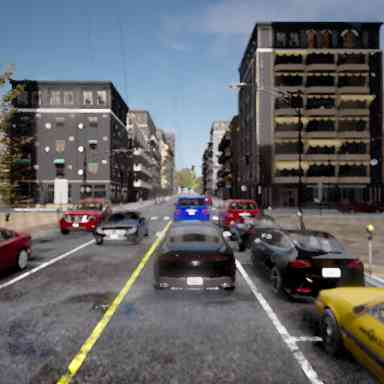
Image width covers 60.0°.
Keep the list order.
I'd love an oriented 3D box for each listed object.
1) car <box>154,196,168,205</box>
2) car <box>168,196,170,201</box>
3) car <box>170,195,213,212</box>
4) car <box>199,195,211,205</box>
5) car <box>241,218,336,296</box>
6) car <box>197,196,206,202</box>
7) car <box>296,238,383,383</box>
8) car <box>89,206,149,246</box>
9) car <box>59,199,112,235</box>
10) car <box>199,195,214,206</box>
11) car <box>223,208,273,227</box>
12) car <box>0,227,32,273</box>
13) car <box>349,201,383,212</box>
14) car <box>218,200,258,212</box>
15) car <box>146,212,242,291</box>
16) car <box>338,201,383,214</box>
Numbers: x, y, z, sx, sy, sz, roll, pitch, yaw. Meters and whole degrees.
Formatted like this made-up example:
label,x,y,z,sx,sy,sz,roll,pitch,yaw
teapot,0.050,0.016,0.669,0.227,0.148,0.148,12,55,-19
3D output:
label,x,y,z,sx,sy,sz,roll,pitch,yaw
car,-6.204,1.667,62.966,2.008,1.369,4.403,1,0,0
car,-6.229,1.685,85.580,1.752,1.417,4.829,1,0,0
car,-0.032,1.259,20.939,2.150,2.045,5.566,0,0,0
car,2.423,1.431,63.088,2.192,1.841,5.009,1,0,0
car,2.653,1.581,8.438,1.947,1.339,4.313,1,0,0
car,2.187,1.715,80.170,1.947,1.339,4.313,1,0,0
car,2.688,1.531,3.169,1.752,1.417,4.829,1,0,0
car,-3.132,1.554,15.714,1.812,1.442,4.674,0,0,0
car,-5.866,1.350,19.252,2.192,1.841,5.009,1,0,0
car,2.469,1.421,57.387,2.192,1.841,5.009,1,0,0
car,2.618,1.591,13.877,1.947,1.339,4.313,1,0,0
car,-5.727,1.560,8.365,1.887,1.381,4.507,1,0,0
car,22.527,1.803,42.195,4.313,1.339,1.947,0,-1,0
car,2.660,1.350,19.314,2.192,1.841,5.009,1,0,0
car,0.046,1.522,9.047,1.837,1.490,4.892,0,0,0
car,17.068,1.629,33.768,4.206,1.307,1.802,0,-1,0
